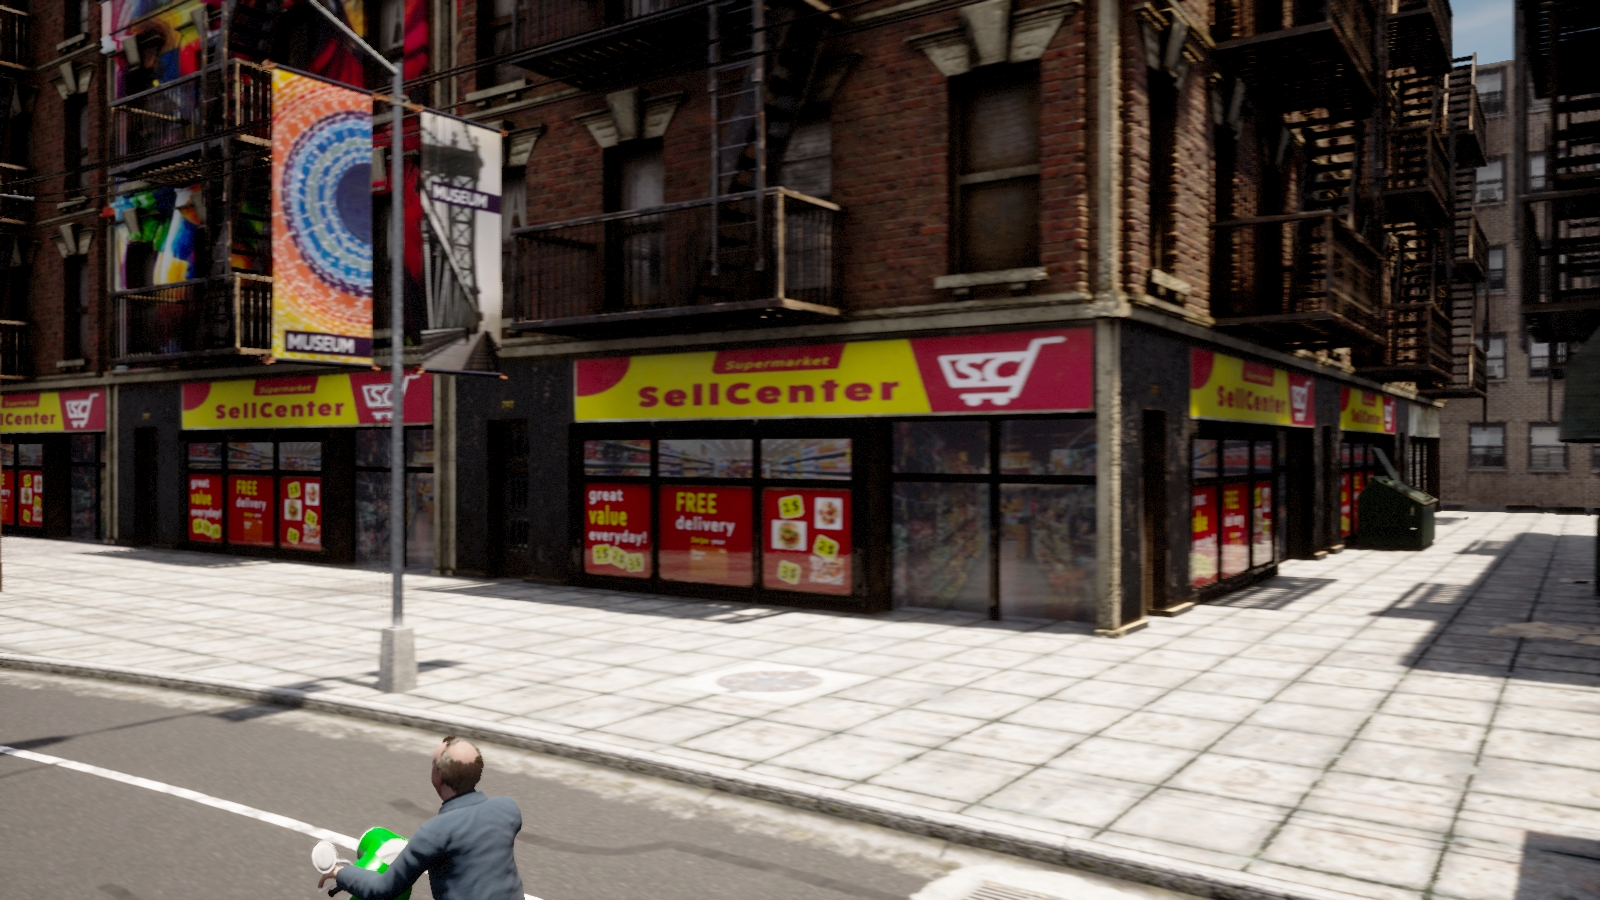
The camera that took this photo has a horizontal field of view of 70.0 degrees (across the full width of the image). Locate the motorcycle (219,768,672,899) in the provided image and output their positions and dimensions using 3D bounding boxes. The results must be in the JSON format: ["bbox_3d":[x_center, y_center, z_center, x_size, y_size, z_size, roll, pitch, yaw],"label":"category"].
[{"bbox_3d":[-1.505,2.182,4.765,1.805,1.236,0.856,0,0,33],"label":"motorcycle"}]
